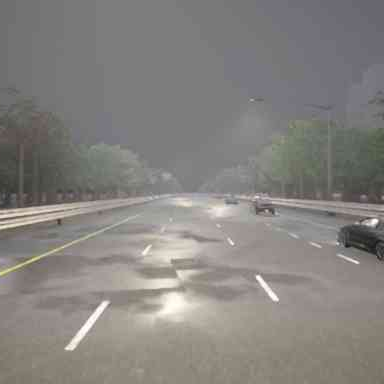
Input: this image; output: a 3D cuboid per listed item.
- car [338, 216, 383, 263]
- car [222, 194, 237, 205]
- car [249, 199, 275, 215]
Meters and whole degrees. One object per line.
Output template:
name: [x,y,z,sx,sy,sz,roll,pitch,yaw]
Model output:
car: [7.001,1.570,12.041,1.994,1.385,4.181,0,0,0]
car: [7.082,1.569,60.849,1.994,1.385,4.181,0,0,0]
car: [7.033,1.510,33.651,1.837,1.490,4.892,0,0,0]
